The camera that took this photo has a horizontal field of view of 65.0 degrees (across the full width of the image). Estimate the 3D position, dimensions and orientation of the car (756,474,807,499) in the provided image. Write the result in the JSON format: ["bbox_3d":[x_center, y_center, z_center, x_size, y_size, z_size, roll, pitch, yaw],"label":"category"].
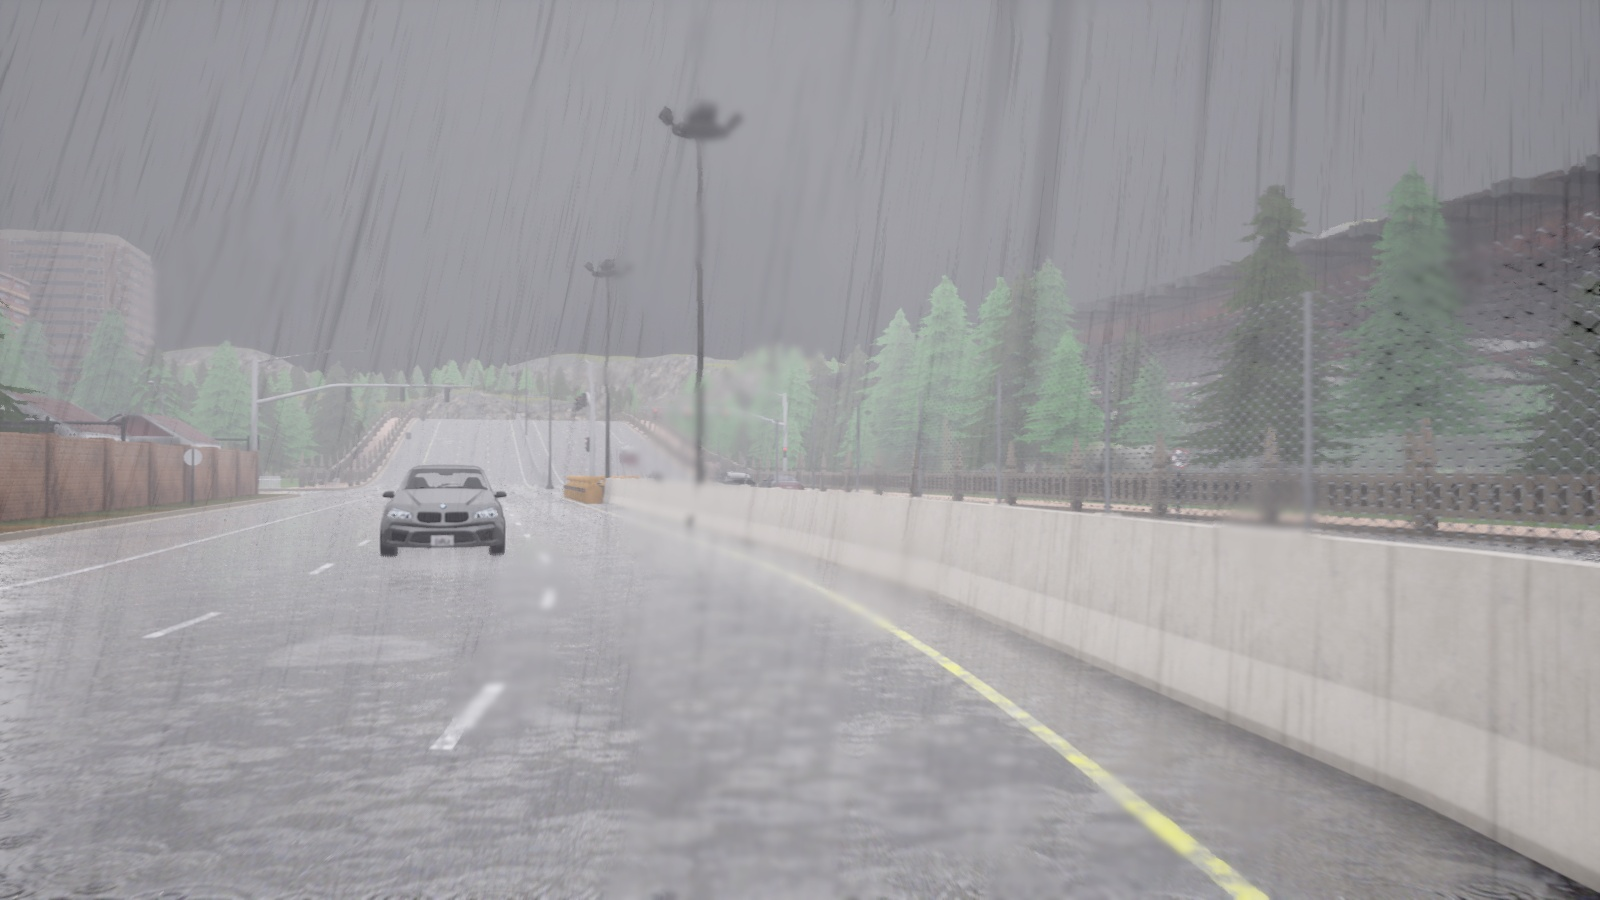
[{"bbox_3d":[-1.111,2.091,72.116,1.994,1.385,4.181,0,-1,-14],"label":"car"}]

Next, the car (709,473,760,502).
[{"bbox_3d":[-3.581,1.969,67.684,1.837,1.490,4.892,0,-1,-14],"label":"car"}]

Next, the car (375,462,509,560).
[{"bbox_3d":[-6.783,1.093,24.073,2.242,1.667,4.611,0,-1,-14],"label":"car"}]
